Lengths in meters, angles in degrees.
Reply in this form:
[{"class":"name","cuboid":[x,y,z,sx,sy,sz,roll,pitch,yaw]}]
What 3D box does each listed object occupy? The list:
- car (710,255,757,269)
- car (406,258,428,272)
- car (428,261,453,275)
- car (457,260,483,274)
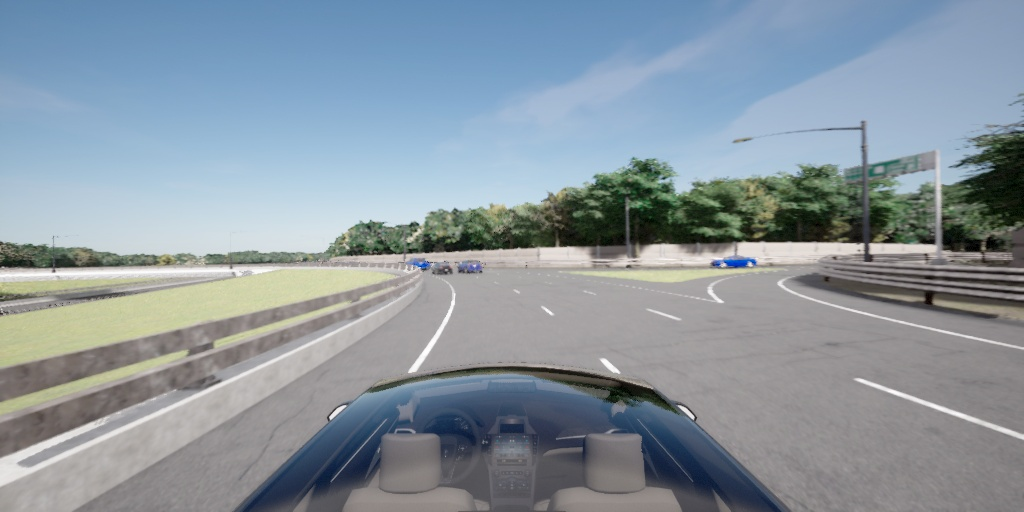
[{"class":"car","cuboid":[26.330,0.676,42.729,5.008,1.535,1.882,-1,0,2]},{"class":"car","cuboid":[-14.817,1.303,55.531,2.150,2.045,5.566,-1,0,-31]},{"class":"car","cuboid":[-8.438,1.468,43.267,1.812,1.442,4.674,-1,0,-24]},{"class":"car","cuboid":[-5.352,1.228,44.886,2.097,1.767,4.553,-1,0,-25]}]
